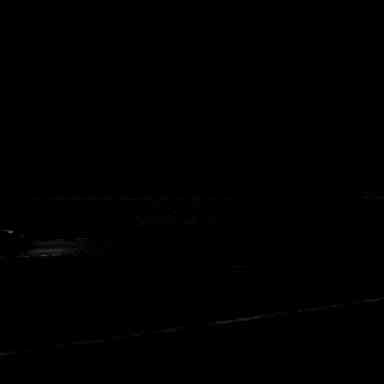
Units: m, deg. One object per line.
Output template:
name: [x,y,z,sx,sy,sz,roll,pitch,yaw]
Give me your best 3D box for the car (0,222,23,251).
car: [-8.516,1.368,11.612,4.674,1.442,1.812,0,1,-20]
